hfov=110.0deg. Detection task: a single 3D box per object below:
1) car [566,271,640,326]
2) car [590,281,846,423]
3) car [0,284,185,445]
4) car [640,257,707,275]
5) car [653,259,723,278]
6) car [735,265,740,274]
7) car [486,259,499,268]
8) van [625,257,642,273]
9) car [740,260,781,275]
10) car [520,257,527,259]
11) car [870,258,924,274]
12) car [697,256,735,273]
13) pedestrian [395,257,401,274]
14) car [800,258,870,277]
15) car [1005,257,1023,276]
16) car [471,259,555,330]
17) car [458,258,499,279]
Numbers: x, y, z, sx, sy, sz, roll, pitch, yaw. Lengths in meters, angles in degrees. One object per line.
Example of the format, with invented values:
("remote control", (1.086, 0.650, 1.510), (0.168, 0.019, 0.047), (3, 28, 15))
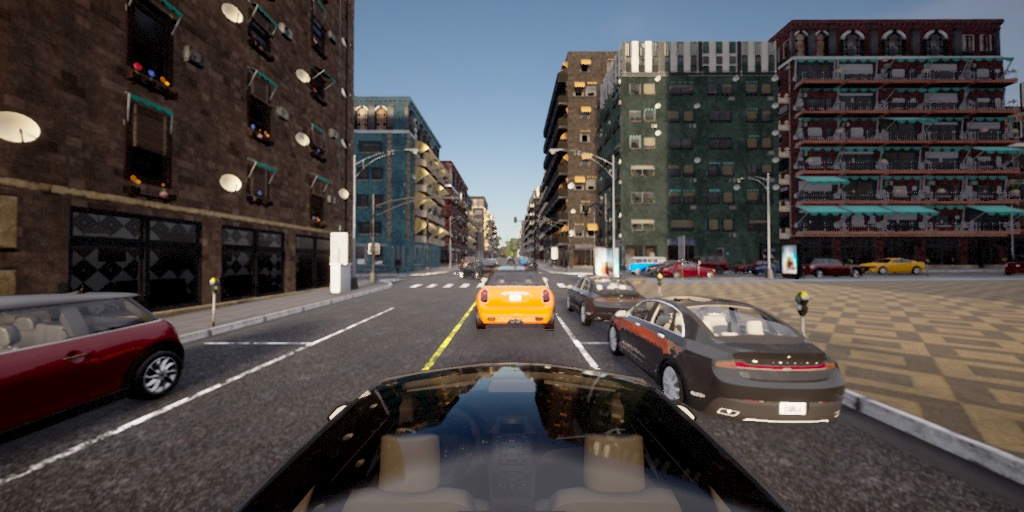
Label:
("car", (2.800, 1.286, 11.359), (2.007, 1.370, 4.403), (0, 0, 0))
("car", (2.812, 1.294, 5.789), (2.007, 1.370, 4.403), (0, 0, 0))
("car", (-5.823, 1.187, 3.535), (1.967, 1.591, 4.097), (0, 0, 0))
("car", (15.134, 1.089, 33.800), (4.902, 1.511, 2.128), (0, -1, 0))
("car", (13.653, 1.115, 28.007), (4.207, 1.307, 1.802), (0, 0, 0))
("car", (24.754, 1.103, 36.331), (4.507, 1.381, 1.888), (0, 0, 0))
("car", (-3.198, 1.195, 58.825), (1.812, 1.442, 4.674), (0, 0, 0))
("van", (13.698, 0.983, 36.388), (3.998, 1.789, 1.690), (0, 0, 0))
("car", (25.085, 1.069, 33.749), (5.357, 1.411, 2.033), (0, -1, 0))
("car", (2.581, 1.257, 55.122), (1.802, 1.307, 4.207), (0, 0, 0))
("car", (35.534, 0.920, 33.686), (5.008, 1.535, 1.882), (0, -1, 0))
("car", (19.226, 0.915, 36.359), (5.009, 1.841, 2.192), (0, 0, 0))
("pedestrian", (-12.607, 1.029, 39.483), (0.375, 1.860, 0.375), (0, 0, 0))
("car", (24.709, 0.888, 27.951), (4.097, 1.591, 1.967), (0, 0, 0))
("car", (41.290, 0.764, 27.866), (4.097, 1.591, 1.967), (0, 0, 0))
("car", (0.080, 1.087, 11.180), (2.097, 1.767, 4.553), (0, 0, 0))
("car", (-2.728, 1.171, 29.197), (1.837, 1.490, 4.892), (2, -2, -33))
